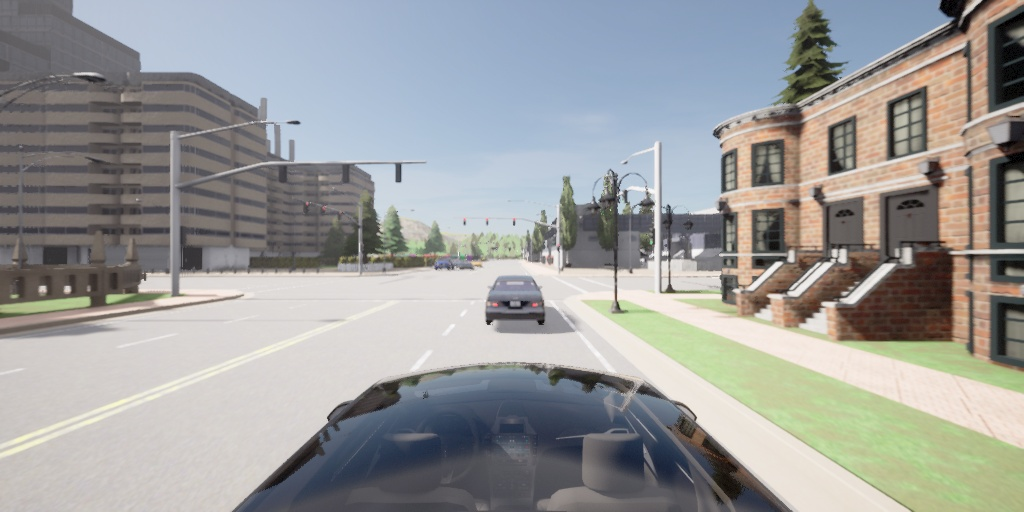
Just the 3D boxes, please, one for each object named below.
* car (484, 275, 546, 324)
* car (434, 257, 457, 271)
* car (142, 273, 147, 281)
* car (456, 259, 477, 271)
[{"bbox_3d":[0.098,1.344,12.147,2.033,1.411,5.357,0,0,0],"label":"car"},{"bbox_3d":[-10.465,1.216,55.650,2.150,2.045,5.566,0,-1,1],"label":"car"},{"bbox_3d":[-30.884,1.411,26.972,5.357,1.411,2.033,0,0,0],"label":"car"},{"bbox_3d":[-6.971,1.556,55.335,1.994,1.385,4.181,0,0,0],"label":"car"}]
